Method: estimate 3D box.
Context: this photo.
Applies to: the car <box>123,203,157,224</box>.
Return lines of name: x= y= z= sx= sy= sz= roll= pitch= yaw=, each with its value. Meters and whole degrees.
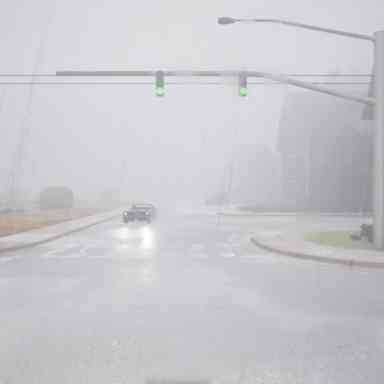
car: x=-3.695 y=1.513 z=24.171 sx=1.895 sy=1.301 sz=4.718 roll=0 pitch=0 yaw=0

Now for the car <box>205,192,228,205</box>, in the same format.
car: x=3.911 y=0.970 z=52.791 sx=1.905 sy=1.878 sz=3.866 roll=-8 pitch=4 yaw=-43
